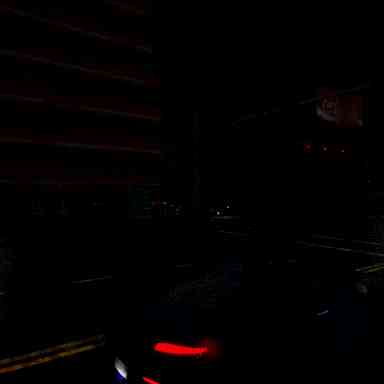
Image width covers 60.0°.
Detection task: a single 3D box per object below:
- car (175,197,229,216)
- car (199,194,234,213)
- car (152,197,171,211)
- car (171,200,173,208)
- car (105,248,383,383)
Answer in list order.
[{"bbox_3d":[0.848,1.547,32.489,2.033,1.411,5.357,0,0,-36],"label":"car"},{"bbox_3d":[2.148,1.222,36.675,2.150,2.045,5.566,0,0,-36],"label":"car"},{"bbox_3d":[-4.935,1.352,40.524,2.097,1.767,4.553,0,0,-36],"label":"car"},{"bbox_3d":[-3.703,1.564,44.817,1.994,1.385,4.181,0,0,-35],"label":"car"},{"bbox_3d":[1.180,1.526,4.581,4.674,1.442,1.812,0,0,-36],"label":"car"}]
